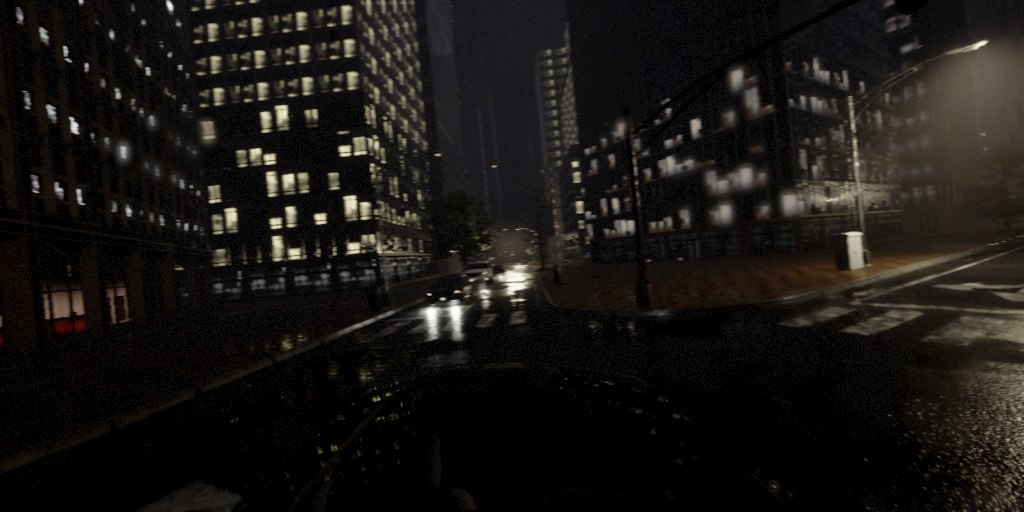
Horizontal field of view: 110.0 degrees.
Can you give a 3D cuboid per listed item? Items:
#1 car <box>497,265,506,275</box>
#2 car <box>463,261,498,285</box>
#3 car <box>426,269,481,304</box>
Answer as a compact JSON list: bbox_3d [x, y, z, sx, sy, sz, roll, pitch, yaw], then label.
[{"bbox_3d":[-1.961,1.906,49.252,1.994,1.385,4.181,-5,-1,3],"label":"car"},{"bbox_3d":[-2.887,1.486,31.266,2.150,2.045,5.566,-5,0,3],"label":"car"},{"bbox_3d":[-3.364,1.769,20.538,2.033,1.411,5.357,-5,0,3],"label":"car"}]
